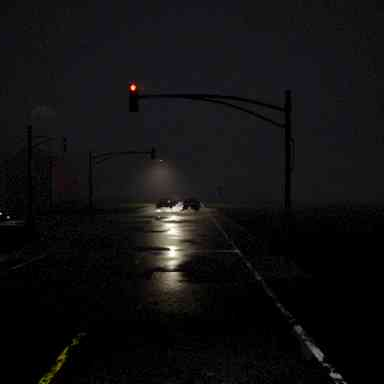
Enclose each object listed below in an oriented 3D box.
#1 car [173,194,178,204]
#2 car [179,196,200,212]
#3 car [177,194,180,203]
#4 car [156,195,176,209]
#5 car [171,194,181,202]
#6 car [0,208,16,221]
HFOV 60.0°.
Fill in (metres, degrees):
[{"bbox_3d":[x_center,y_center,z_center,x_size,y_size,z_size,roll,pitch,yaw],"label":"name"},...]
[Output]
[{"bbox_3d":[-3.587,1.479,53.153,1.812,1.442,4.674,0,0,0],"label":"car"},{"bbox_3d":[-0.099,1.478,39.299,1.837,1.490,4.892,1,0,4],"label":"car"},{"bbox_3d":[-3.564,1.415,63.255,1.882,1.535,5.008,0,0,1],"label":"car"},{"bbox_3d":[-3.596,1.530,44.493,1.994,1.385,4.181,0,0,0],"label":"car"},{"bbox_3d":[-3.509,1.259,73.314,2.097,1.767,4.553,0,0,0],"label":"car"},{"bbox_3d":[-15.846,1.415,24.204,5.357,1.411,2.033,1,0,4],"label":"car"}]
